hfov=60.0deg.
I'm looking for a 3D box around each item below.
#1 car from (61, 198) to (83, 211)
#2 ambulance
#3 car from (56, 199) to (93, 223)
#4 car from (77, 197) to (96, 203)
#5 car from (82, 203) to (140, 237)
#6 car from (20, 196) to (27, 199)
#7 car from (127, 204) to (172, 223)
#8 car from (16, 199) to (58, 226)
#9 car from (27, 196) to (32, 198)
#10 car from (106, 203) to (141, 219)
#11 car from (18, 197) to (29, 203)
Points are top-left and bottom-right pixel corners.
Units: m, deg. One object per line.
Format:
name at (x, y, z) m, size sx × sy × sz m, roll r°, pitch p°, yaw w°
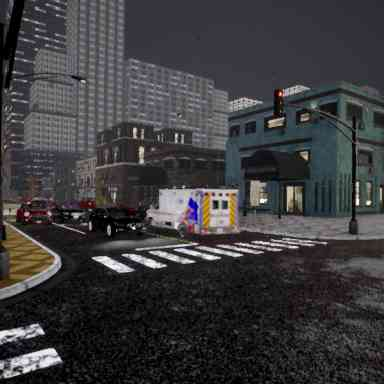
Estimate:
car at (-16.959, 1.725, 47.001) m, size 1.967 × 1.590 × 4.097 m, roll 1°, pitch -1°, yaw -35°
ambulance at (-0.307, 1.128, 18.163) m, size 2.351 × 2.431 × 6.366 m, roll 1°, pitch -1°, yaw -35°
car at (-9.971, 1.592, 26.664) m, size 2.128 × 1.511 × 4.902 m, roll 1°, pitch -1°, yaw -35°
car at (-13.770, 1.574, 42.458) m, size 2.192 × 1.841 × 5.009 m, roll 1°, pitch -1°, yaw -35°
car at (-4.277, 1.558, 18.432) m, size 1.837 × 1.490 × 4.892 m, roll 1°, pitch -1°, yaw -35°
car at (-39.125, 1.789, 78.914) m, size 2.192 × 1.841 × 5.009 m, roll 1°, pitch -1°, yaw -35°
car at (-3.647, 1.742, 27.919) m, size 1.947 × 1.339 × 4.313 m, roll 1°, pitch -1°, yaw -35°
car at (-11.351, 1.492, 23.872) m, size 1.967 × 1.590 × 4.097 m, roll 1°, pitch -1°, yaw -35°
car at (-32.901, 1.945, 69.925) m, size 1.752 × 1.417 × 4.829 m, roll 1°, pitch -1°, yaw -35°
car at (-6.768, 1.784, 32.424) m, size 1.802 × 1.307 × 4.206 m, roll 1°, pitch -1°, yaw -35°
car at (-42.287, 2.052, 83.475) m, size 2.008 × 1.369 × 4.403 m, roll 1°, pitch -1°, yaw -35°
